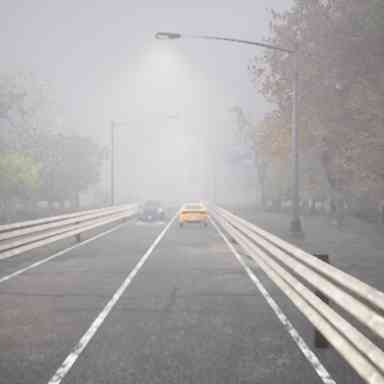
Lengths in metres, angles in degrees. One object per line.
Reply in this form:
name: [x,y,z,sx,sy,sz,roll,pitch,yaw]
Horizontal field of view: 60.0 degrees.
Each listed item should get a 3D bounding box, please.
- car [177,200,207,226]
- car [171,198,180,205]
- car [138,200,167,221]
car: [0.095,1.565,24.245,1.882,1.535,5.008,0,0,0]
car: [-3.297,1.878,69.448,2.033,1.411,5.357,0,0,0]
car: [-3.352,1.465,28.735,2.097,1.767,4.553,0,0,0]
